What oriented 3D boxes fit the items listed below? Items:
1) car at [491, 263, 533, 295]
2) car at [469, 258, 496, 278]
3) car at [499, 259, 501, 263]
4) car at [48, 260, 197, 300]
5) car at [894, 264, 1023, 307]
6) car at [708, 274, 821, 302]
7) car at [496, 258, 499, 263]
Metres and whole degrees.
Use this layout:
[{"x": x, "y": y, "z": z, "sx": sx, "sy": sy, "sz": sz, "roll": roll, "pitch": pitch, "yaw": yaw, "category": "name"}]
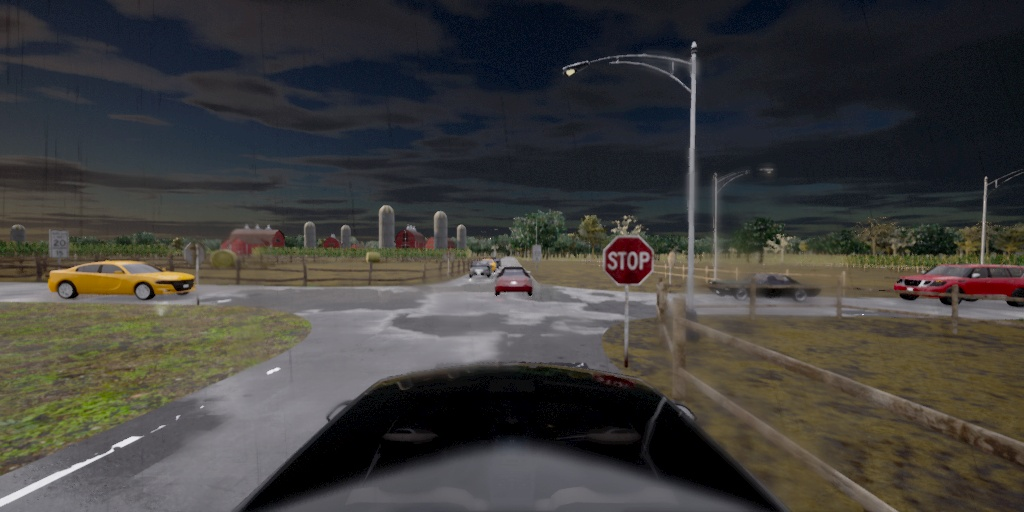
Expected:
[{"x": 0.089, "y": 1.293, "z": 19.958, "sx": 1.994, "sy": 1.385, "sz": 4.181, "roll": 0, "pitch": 1, "yaw": 0, "category": "car"}, {"x": -2.839, "y": 1.163, "z": 32.818, "sx": 2.128, "sy": 1.511, "sz": 4.902, "roll": 0, "pitch": 0, "yaw": -1, "category": "car"}, {"x": -2.880, "y": 1.169, "z": 52.266, "sx": 1.994, "sy": 1.385, "sz": 4.181, "roll": 0, "pitch": 0, "yaw": 0, "category": "car"}, {"x": -16.339, "y": 0.960, "z": 15.209, "sx": 5.008, "sy": 1.535, "sz": 1.882, "roll": 1, "pitch": 1, "yaw": 0, "category": "car"}, {"x": 23.190, "y": 1.419, "z": 18.424, "sx": 5.566, "sy": 2.045, "sz": 2.150, "roll": 1, "pitch": 1, "yaw": 0, "category": "car"}, {"x": 12.735, "y": 1.571, "z": 18.361, "sx": 4.718, "sy": 1.301, "sz": 1.895, "roll": 1, "pitch": 1, "yaw": 0, "category": "car"}, {"x": -2.881, "y": 1.118, "z": 42.215, "sx": 1.882, "sy": 1.535, "sz": 5.008, "roll": 0, "pitch": 0, "yaw": 0, "category": "car"}]
